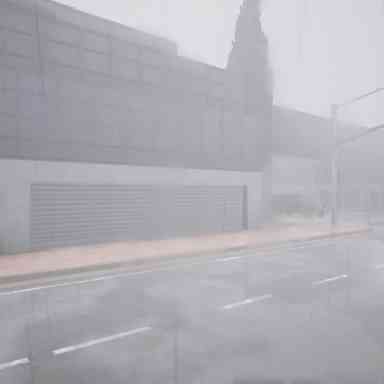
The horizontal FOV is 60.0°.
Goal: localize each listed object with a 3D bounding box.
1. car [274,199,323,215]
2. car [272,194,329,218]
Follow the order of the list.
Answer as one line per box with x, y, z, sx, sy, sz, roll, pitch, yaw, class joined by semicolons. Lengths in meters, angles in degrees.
10.960;1.525;34.480;1.812;1.442;4.674;0;0;-37;car
9.615;1.221;30.422;2.150;2.045;5.566;0;0;-37;car
